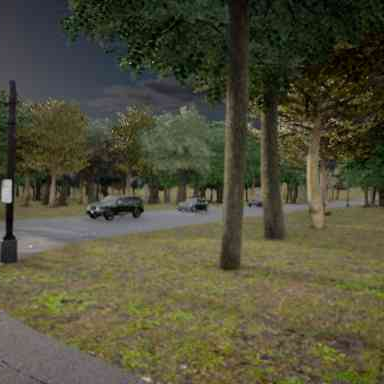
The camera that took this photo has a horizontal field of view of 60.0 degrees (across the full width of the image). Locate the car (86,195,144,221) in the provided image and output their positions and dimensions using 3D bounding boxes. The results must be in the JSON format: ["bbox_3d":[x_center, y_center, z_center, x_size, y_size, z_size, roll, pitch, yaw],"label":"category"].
[{"bbox_3d":[-6.502,1.275,28.926,2.150,2.045,5.566,3,1,32],"label":"car"}]

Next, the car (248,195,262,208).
[{"bbox_3d":[11.611,1.637,57.690,2.150,2.045,5.566,3,0,32],"label":"car"}]

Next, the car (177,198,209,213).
[{"bbox_3d":[0.174,1.487,39.604,2.097,1.767,4.553,3,1,32],"label":"car"}]
